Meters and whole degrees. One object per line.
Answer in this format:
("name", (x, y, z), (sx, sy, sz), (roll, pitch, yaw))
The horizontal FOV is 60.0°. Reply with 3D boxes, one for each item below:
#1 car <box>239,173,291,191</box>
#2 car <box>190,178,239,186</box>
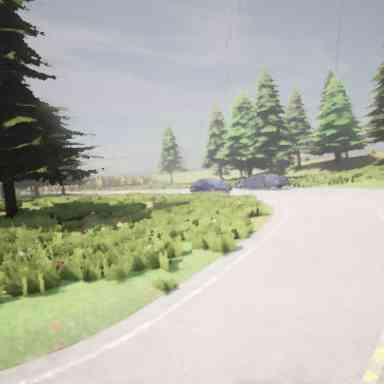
("car", (5.960, -0.887, 28.956), (2.033, 1.411, 5.357), (-7, 4, -34))
("car", (1.544, -0.533, 29.067), (1.812, 1.442, 4.674), (-7, 4, -34))
